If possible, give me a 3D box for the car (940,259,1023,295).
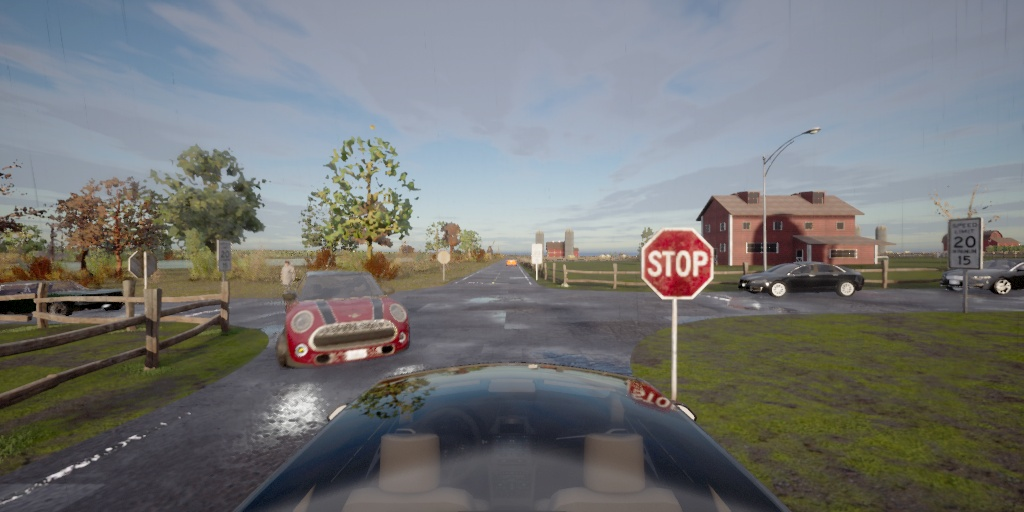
[{"bbox_3d":[22.441,0.890,16.180,4.902,1.511,2.128,-1,0,0],"label":"car"}]

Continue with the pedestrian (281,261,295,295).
[{"bbox_3d":[-12.178,1.171,19.438,0.375,1.860,0.375,0,1,0],"label":"pedestrian"}]

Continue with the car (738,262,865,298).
[{"bbox_3d":[12.986,1.041,16.285,4.892,1.490,1.837,-1,0,2],"label":"car"}]

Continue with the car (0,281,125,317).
[{"bbox_3d":[-17.487,1.590,13.521,4.718,1.301,1.895,-1,0,1],"label":"car"}]

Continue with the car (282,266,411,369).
[{"bbox_3d":[-3.848,1.109,8.047,2.097,1.767,4.553,-1,0,-32],"label":"car"}]
